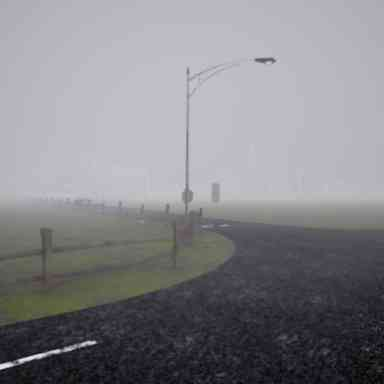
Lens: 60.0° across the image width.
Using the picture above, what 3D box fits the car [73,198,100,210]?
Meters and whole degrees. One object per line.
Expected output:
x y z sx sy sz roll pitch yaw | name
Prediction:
-13.204 1.447 41.466 2.033 1.411 5.357 1 0 -36 | car
